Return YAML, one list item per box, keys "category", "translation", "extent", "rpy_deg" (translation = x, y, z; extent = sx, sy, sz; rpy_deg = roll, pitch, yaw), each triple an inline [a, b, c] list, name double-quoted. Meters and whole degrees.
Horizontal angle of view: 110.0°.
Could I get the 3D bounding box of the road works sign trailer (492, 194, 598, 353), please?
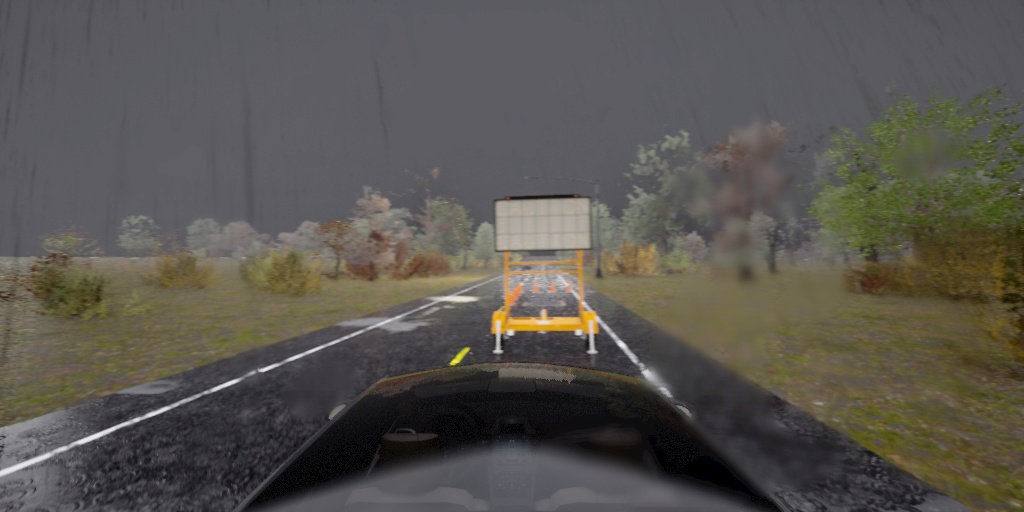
- category: "road works sign trailer"
  translation: [0.820, 0.284, 9.015]
  extent: [2.380, 3.560, 2.880]
  rpy_deg: [0, 0, 5]
